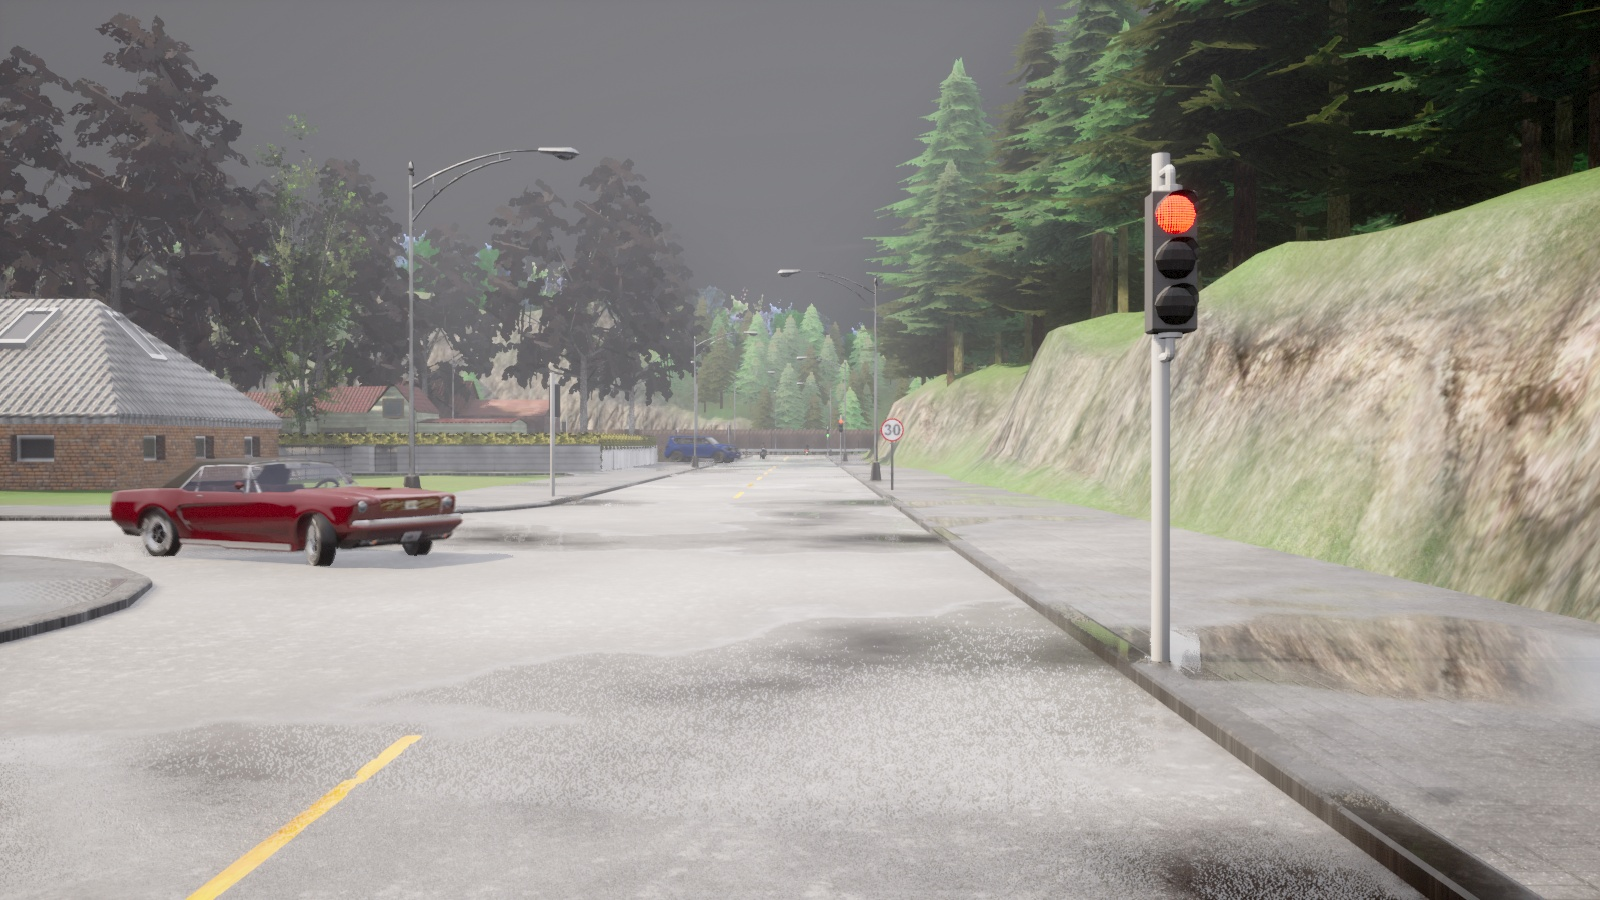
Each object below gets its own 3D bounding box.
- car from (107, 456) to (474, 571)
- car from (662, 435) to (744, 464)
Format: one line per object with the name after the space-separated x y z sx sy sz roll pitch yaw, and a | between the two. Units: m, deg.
-6.755 0.748 16.562 4.718 1.301 1.895 0 0 28 | car
-7.058 -0.055 91.191 5.566 2.045 2.150 0 0 18 | car
